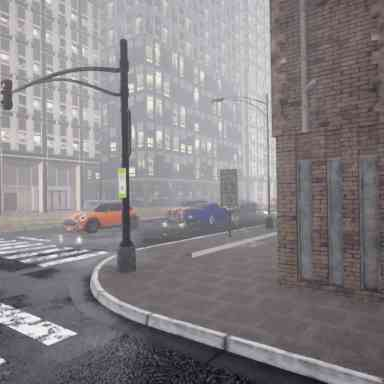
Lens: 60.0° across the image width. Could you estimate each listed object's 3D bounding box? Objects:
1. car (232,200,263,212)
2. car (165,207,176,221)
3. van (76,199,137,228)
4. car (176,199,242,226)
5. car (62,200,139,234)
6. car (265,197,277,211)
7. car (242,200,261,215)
[{"bbox_3d":[6.953,1.689,41.383,1.752,1.417,4.829,-2,-1,36],"label":"car"},{"bbox_3d":[-0.181,1.433,27.077,2.097,1.767,4.553,-1,-1,36],"label":"car"},{"bbox_3d":[-5.946,1.460,23.520,1.690,1.788,3.998,-2,-1,36],"label":"van"},{"bbox_3d":[1.364,1.492,23.743,1.882,1.535,5.008,-1,-1,36],"label":"car"},{"bbox_3d":[-5.385,1.416,19.921,2.097,1.767,4.553,-1,-1,37],"label":"car"},{"bbox_3d":[11.035,1.471,42.556,2.097,1.767,4.553,-1,-1,36],"label":"car"},{"bbox_3d":[5.095,1.590,34.374,2.128,1.511,4.902,-1,-1,36],"label":"car"}]
